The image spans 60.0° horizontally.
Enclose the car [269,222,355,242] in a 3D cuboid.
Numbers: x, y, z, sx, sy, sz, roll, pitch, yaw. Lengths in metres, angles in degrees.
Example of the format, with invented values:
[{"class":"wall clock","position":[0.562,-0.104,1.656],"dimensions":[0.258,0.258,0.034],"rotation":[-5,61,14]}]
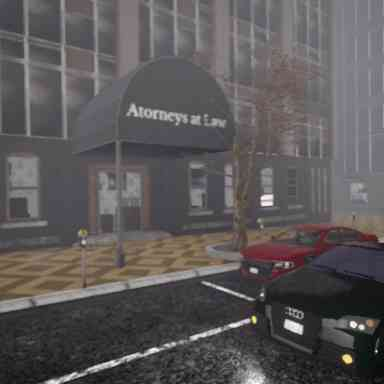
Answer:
[{"class":"car","position":[3.241,1.543,8.883],"dimensions":[4.507,1.381,1.887],"rotation":[0,-1,-35]}]

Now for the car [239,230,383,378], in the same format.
[{"class":"car","position":[2.939,1.563,5.472],"dimensions":[4.181,1.385,1.994],"rotation":[0,0,-35]}]
